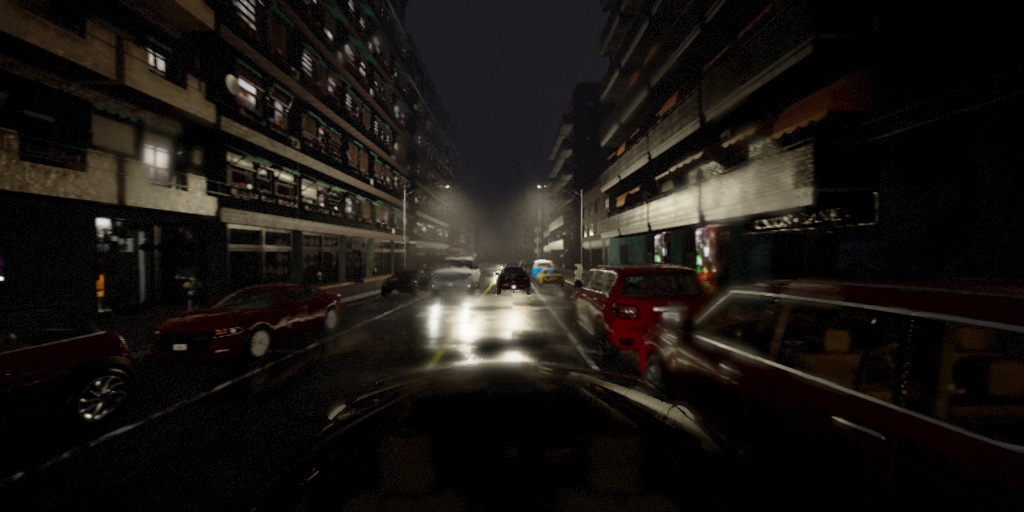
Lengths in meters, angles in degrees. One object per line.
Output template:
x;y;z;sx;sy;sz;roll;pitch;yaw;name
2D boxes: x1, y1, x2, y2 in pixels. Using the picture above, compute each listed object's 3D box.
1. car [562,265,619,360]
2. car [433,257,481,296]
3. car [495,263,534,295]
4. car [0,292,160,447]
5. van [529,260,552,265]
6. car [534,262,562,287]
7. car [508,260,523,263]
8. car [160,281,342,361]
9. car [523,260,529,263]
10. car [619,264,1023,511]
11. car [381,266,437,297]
2.687;1.101;8.398;2.192;1.841;5.009;0;0;0;car
-3.025;1.078;20.452;2.150;2.045;5.566;0;-1;0;car
0.096;1.360;20.882;1.837;1.490;4.892;0;0;0;car
-5.692;1.195;2.715;1.967;1.591;4.097;0;0;0;car
2.683;1.255;31.136;1.690;1.789;3.998;0;0;0;van
2.684;1.407;25.621;1.751;1.417;4.829;0;0;0;car
0.092;1.473;44.686;1.882;1.535;5.008;0;0;0;car
-5.693;1.331;8.400;1.888;1.381;4.507;0;0;0;car
2.676;1.637;59.558;2.007;1.370;4.403;0;0;0;car
2.688;1.070;2.713;2.192;1.841;5.009;0;0;0;car
-5.695;1.415;19.769;1.948;1.339;4.313;0;0;0;car
